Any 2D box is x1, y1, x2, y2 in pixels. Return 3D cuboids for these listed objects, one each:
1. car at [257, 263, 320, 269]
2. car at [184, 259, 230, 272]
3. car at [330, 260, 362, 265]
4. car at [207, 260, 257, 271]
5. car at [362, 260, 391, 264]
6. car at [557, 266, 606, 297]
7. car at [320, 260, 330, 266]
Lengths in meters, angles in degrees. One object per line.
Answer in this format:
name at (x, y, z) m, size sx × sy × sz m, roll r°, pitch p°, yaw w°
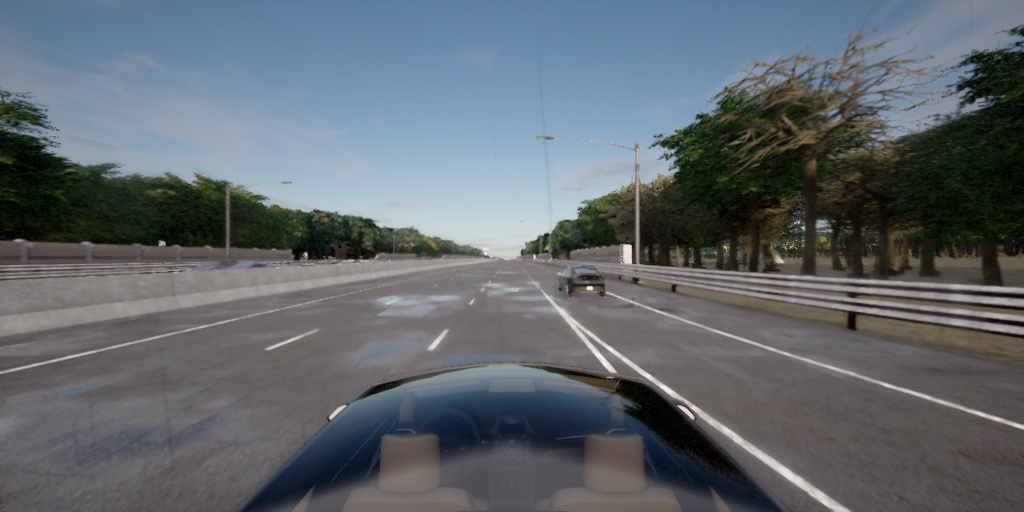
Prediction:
car at (-17.579, 1.345, 28.462) m, size 1.994 × 1.385 × 4.181 m, roll 0°, pitch 0°, yaw 0°
car at (-24.567, 1.134, 29.746) m, size 2.097 × 1.767 × 4.553 m, roll 0°, pitch 0°, yaw 0°
car at (-21.037, 1.280, 46.522) m, size 1.882 × 1.535 × 5.008 m, roll 0°, pitch 0°, yaw 1°
car at (-21.076, 1.259, 28.630) m, size 1.882 × 1.535 × 5.008 m, roll 0°, pitch 0°, yaw 0°
car at (-17.536, 1.309, 47.309) m, size 1.837 × 1.490 × 4.892 m, roll 0°, pitch 0°, yaw 1°
car at (3.604, 1.275, 19.144) m, size 1.837 × 1.490 × 4.892 m, roll 0°, pitch 0°, yaw -1°
car at (-24.525, 1.297, 47.877) m, size 2.128 × 1.511 × 4.902 m, roll 0°, pitch 0°, yaw 0°
